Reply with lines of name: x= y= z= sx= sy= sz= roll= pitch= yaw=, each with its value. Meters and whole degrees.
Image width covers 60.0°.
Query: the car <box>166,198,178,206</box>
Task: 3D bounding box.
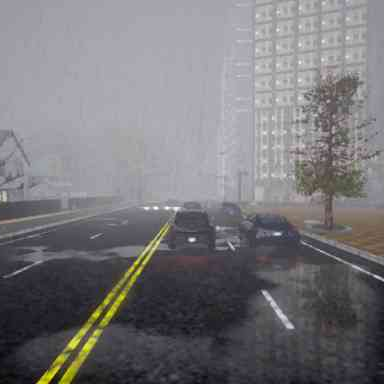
car: x=-3.249 y=1.669 z=55.582 sx=1.895 sy=1.301 sz=4.718 roll=0 pitch=0 yaw=0

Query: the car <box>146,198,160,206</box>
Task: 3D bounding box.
car: x=-6.499 y=1.669 z=55.582 sx=1.895 sy=1.301 sz=4.718 roll=0 pitch=0 yaw=0

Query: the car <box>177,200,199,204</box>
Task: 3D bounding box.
car: x=0.001 y=1.558 z=29.661 sx=2.033 sy=1.411 sz=5.357 roll=0 pitch=0 yaw=0

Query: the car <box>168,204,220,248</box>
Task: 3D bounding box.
car: x=0.000 y=1.510 z=14.655 sx=1.837 sy=1.490 sz=4.892 roll=0 pitch=0 yaw=0

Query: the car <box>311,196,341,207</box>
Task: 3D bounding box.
car: x=23.014 y=1.663 z=57.691 sx=5.009 sy=1.841 sz=2.192 roll=0 pitch=2 yaw=20

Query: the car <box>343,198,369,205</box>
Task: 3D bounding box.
car: x=31.048 y=1.744 z=63.145 sx=4.403 sy=1.369 sz=2.008 roll=0 pitch=2 yaw=20

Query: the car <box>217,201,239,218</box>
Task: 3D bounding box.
car: x=3.251 y=1.528 z=29.662 sx=1.812 sy=1.442 sz=4.674 roll=0 pitch=0 yaw=0

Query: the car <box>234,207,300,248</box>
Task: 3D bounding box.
car: x=3.250 y=1.566 z=14.656 sx=1.994 sy=1.385 sz=4.181 roll=0 pitch=0 yaw=0
